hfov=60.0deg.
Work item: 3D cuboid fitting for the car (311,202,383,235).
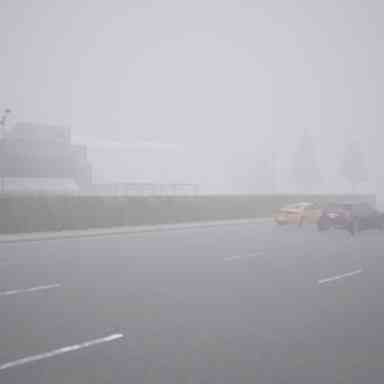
[{"bbox_3d":[9.219,1.338,18.932,4.553,1.767,2.097,0,0,-35],"label":"car"}]

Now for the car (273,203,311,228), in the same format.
[{"bbox_3d":[7.543,1.464,22.041,5.008,1.535,1.882,0,0,-35],"label":"car"}]
